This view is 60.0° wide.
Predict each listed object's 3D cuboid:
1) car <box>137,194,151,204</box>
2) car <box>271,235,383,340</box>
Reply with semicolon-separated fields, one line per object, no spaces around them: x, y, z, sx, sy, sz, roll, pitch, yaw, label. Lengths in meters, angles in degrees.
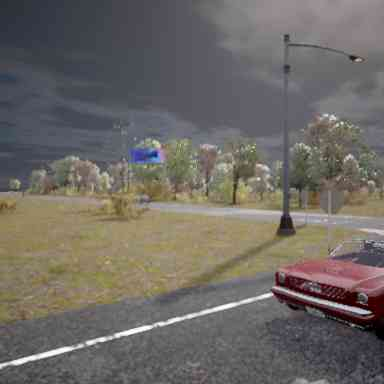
-9.132;1.214;59.518;2.097;1.767;4.553;0;0;-33;car
3.750;1.592;6.564;4.718;1.301;1.895;0;0;-35;car
